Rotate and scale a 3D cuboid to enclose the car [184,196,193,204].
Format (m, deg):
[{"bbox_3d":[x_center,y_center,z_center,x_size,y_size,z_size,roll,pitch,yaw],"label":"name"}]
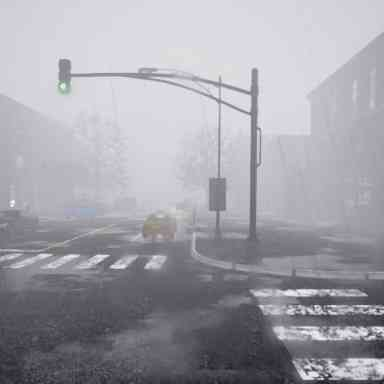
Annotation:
[{"bbox_3d":[-0.868,2.078,85.108,2.192,1.841,5.009,0,0,1],"label":"car"}]

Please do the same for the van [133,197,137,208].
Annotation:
[{"bbox_3d":[-9.684,1.715,51.945,1.690,1.788,3.998,0,0,1],"label":"van"}]

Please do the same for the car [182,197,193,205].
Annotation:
[{"bbox_3d":[-1.014,1.983,74.017,2.192,1.841,5.009,0,0,1],"label":"car"}]

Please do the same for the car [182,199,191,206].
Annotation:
[{"bbox_3d":[-1.087,2.165,68.469,1.887,1.381,4.507,0,0,1],"label":"car"}]

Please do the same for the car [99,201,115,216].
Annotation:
[{"bbox_3d":[-9.903,1.774,35.306,1.887,1.381,4.507,0,0,1],"label":"car"}]

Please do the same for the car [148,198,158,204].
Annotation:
[{"bbox_3d":[-9.322,2.194,79.671,1.802,1.307,4.206,0,0,1],"label":"car"}]

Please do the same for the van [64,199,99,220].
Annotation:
[{"bbox_3d":[-9.974,1.522,29.762,1.690,1.788,3.998,0,0,1],"label":"van"}]

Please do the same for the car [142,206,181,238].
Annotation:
[{"bbox_3d":[-1.739,1.715,18.729,1.752,1.417,4.829,0,0,1],"label":"car"}]

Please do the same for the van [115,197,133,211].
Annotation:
[{"bbox_3d":[-9.757,1.667,46.399,1.690,1.788,3.998,0,0,1],"label":"van"}]

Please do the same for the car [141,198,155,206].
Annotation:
[{"bbox_3d":[-9.467,2.083,68.579,1.947,1.339,4.313,0,0,1],"label":"car"}]

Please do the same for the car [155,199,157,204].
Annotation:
[{"bbox_3d":[-9.394,2.110,74.126,1.887,1.381,4.507,0,0,1],"label":"car"}]

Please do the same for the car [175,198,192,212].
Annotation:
[{"bbox_3d":[-1.378,1.979,46.286,2.008,1.369,4.403,0,0,1],"label":"car"}]

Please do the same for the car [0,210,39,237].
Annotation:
[{"bbox_3d":[-10.121,1.667,18.669,1.802,1.307,4.206,0,0,1],"label":"car"}]

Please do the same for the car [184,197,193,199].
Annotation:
[{"bbox_3d":[-1.160,2.138,62.923,1.947,1.339,4.313,0,0,1],"label":"car"}]
